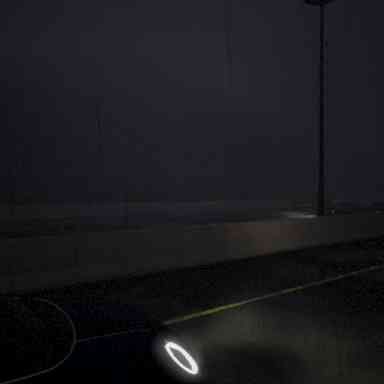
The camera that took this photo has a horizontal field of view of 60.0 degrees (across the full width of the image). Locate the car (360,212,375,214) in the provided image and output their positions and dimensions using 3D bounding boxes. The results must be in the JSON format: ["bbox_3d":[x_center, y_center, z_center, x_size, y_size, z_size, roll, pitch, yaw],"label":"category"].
[{"bbox_3d":[16.733,1.522,28.838,4.892,1.490,1.837,0,0,-36],"label":"car"}]

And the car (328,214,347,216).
[{"bbox_3d":[14.456,1.581,31.515,4.181,1.385,1.994,0,0,-36],"label":"car"}]

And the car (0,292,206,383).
[{"bbox_3d":[-2.064,1.350,2.274,4.553,1.767,2.097,0,0,-35],"label":"car"}]
